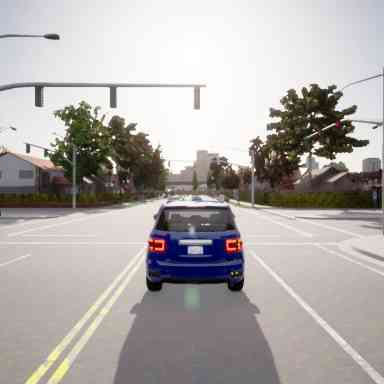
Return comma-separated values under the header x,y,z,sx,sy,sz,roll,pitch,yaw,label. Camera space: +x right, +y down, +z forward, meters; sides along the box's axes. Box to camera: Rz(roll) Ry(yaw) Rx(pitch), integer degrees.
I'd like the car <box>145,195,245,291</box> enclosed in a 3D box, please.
x,y,z,sx,sy,sz,roll,pitch,yaw,label
0.069,1.222,9.162,2.150,2.045,5.566,0,0,0,car

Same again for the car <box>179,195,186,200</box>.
x,y,z,sx,sy,sz,roll,pitch,yaw,label
-2.555,1.578,92.223,1.895,1.301,4.718,0,0,0,car

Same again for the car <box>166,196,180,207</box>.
x,y,z,sx,sy,sz,roll,pitch,yaw,label
-2.896,1.477,51.621,1.882,1.535,5.008,0,0,1,car

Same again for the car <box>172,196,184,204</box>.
x,y,z,sx,sy,sz,roll,pitch,yaw,label
-2.746,1.547,66.801,2.033,1.411,5.357,0,0,1,car

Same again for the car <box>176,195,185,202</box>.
x,y,z,sx,sy,sz,roll,pitch,yaw,label
-2.651,1.524,76.974,1.812,1.442,4.674,0,0,0,car

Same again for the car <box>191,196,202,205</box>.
x,y,z,sx,sy,sz,roll,pitch,yaw,label
0.854,1.477,62.024,1.882,1.535,5.008,0,0,0,car
